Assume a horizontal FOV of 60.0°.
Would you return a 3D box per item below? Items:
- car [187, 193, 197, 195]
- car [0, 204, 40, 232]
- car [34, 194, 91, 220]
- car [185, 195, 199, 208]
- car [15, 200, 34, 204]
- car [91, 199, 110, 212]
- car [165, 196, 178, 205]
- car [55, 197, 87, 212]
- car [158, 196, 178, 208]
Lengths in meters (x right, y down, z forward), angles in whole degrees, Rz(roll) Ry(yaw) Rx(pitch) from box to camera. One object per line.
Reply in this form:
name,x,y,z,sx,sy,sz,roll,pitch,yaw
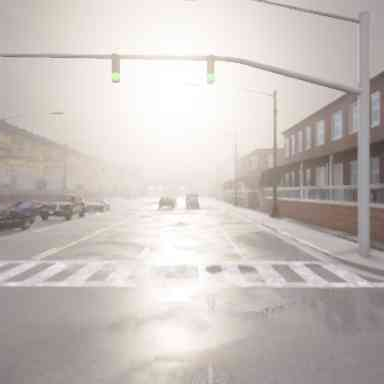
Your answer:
car,0.006,1.154,56.863,2.150,2.045,5.566,0,0,0
car,-10.608,1.579,18.172,1.895,1.301,4.718,0,0,3
car,-10.589,1.188,27.796,2.150,2.045,5.566,0,0,0
car,0.108,1.493,46.218,2.033,1.411,5.357,0,0,0
car,-14.088,1.444,28.475,1.882,1.535,5.008,0,0,0
car,-10.553,1.481,37.592,1.812,1.442,4.674,0,0,0
car,-3.494,1.411,56.543,1.882,1.535,5.008,0,0,0
car,-14.036,1.431,38.938,1.882,1.535,5.008,0,0,1
car,-3.489,1.297,46.545,2.097,1.767,4.553,0,0,0
